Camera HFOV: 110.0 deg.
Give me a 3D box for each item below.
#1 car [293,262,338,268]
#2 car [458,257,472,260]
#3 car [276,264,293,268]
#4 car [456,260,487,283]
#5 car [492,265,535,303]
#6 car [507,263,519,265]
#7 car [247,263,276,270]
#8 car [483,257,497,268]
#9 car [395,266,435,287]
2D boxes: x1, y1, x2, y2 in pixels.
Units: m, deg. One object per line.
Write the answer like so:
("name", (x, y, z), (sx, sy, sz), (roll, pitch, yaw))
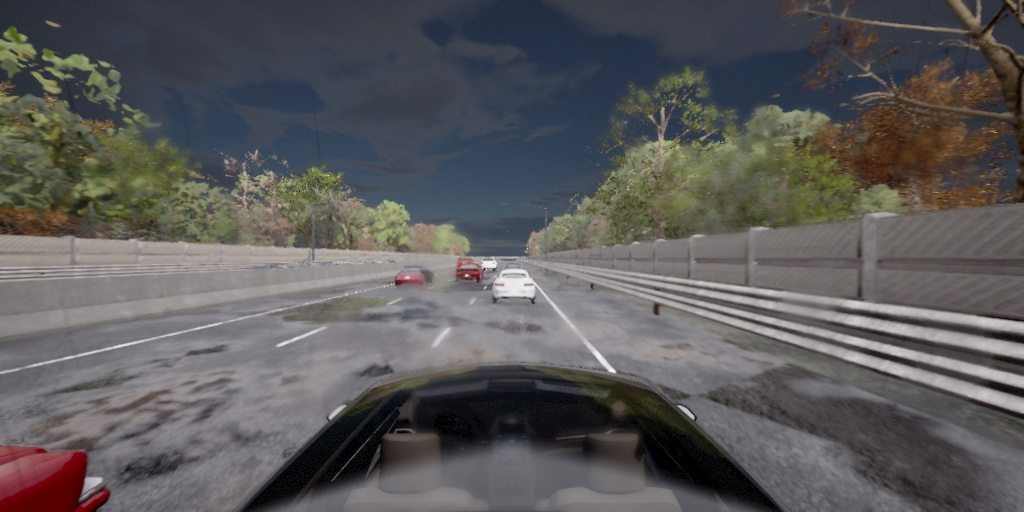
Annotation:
("car", (-17.605, 1.348, 33.421), (2.128, 1.511, 4.902), (0, 0, 0))
("car", (-6.937, 1.176, 53.687), (2.150, 2.045, 5.566), (0, 0, 0))
("car", (-21.091, 1.432, 36.064), (1.994, 1.385, 4.181), (0, 0, 0))
("car", (-3.422, 1.329, 29.700), (1.882, 1.535, 5.008), (0, 0, 0))
("car", (0.088, 1.329, 16.841), (1.812, 1.442, 4.674), (0, 0, 0))
("car", (0.083, 1.432, 37.489), (2.033, 1.411, 5.357), (0, 0, 0))
("car", (-24.589, 1.429, 36.020), (1.994, 1.385, 4.181), (0, 0, 0))
("car", (-3.440, 1.180, 54.108), (2.150, 2.045, 5.566), (0, 0, 0))
("car", (-6.917, 1.398, 25.797), (1.994, 1.385, 4.181), (0, 0, 0))
